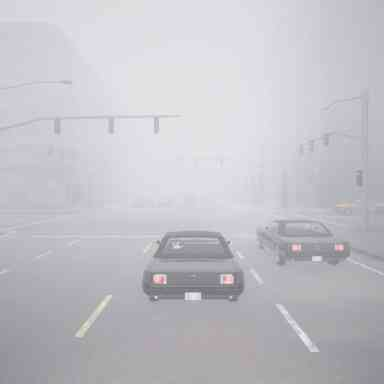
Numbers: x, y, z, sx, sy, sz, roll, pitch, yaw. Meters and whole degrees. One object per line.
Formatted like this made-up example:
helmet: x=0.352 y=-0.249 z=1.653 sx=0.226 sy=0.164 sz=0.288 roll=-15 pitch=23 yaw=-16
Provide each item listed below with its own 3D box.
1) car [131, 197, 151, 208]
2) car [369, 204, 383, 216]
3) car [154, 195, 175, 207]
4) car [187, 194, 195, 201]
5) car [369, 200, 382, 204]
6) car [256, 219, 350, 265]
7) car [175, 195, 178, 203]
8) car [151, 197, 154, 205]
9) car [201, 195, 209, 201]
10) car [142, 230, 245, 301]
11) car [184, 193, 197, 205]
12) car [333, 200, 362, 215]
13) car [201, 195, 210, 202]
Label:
car: x=-7.560 y=1.505 z=47.830 sx=1.837 sy=1.490 sz=4.892 roll=0 pitch=0 yaw=0
car: x=3.592 y=1.221 z=1.882 sx=2.150 sy=2.045 sz=5.566 roll=0 pitch=0 yaw=0
car: x=-4.079 y=1.547 z=50.240 sx=2.033 sy=1.411 sz=5.357 roll=0 pitch=0 yaw=0
car: x=-0.183 y=1.355 z=87.230 sx=2.097 sy=1.767 sz=4.553 roll=0 pitch=0 yaw=1
car: x=19.245 y=1.547 z=30.761 sx=4.902 sy=1.511 sz=2.128 roll=0 pitch=0 yaw=0
car: x=3.539 y=1.601 z=11.634 sx=1.895 sy=1.301 sz=4.718 roll=0 pitch=0 yaw=0
car: x=-4.001 y=1.505 z=60.083 sx=1.837 sy=1.490 sz=4.892 roll=0 pitch=0 yaw=1
car: x=-7.533 y=1.547 z=58.398 sx=2.033 sy=1.411 sz=5.357 roll=0 pitch=0 yaw=0
car: x=3.318 y=1.552 z=87.362 sx=1.994 sy=1.385 sz=4.181 roll=0 pitch=0 yaw=1
car: x=0.036 y=1.601 z=8.246 sx=1.895 sy=1.301 sz=4.718 roll=0 pitch=0 yaw=0
car: x=-0.328 y=1.221 z=59.640 sx=2.150 sy=2.045 sz=5.566 roll=0 pitch=0 yaw=0
car: x=17.179 y=1.533 z=34.261 sx=5.008 sy=1.535 sz=1.882 roll=0 pitch=0 yaw=0
car: x=3.227 y=1.595 z=77.387 sx=1.895 sy=1.301 sz=4.718 roll=0 pitch=0 yaw=1
